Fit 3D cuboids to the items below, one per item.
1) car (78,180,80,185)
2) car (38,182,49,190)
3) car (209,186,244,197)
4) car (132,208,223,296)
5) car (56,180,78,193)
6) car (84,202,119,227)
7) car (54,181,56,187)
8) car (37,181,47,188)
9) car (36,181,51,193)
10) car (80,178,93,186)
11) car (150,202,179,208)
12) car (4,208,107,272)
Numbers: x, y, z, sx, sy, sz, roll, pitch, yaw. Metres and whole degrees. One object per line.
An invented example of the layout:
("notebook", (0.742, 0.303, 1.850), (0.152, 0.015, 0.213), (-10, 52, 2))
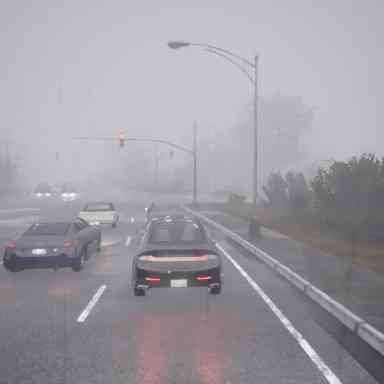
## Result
("car", (-29.502, -2.142, 82.259), (1.882, 1.535, 5.008), (-1, 3, -25))
("car", (-28.268, -1.163, 63.299), (1.837, 1.490, 4.892), (-1, 3, -25))
("car", (4.808, -0.091, 46.025), (4.902, 1.511, 2.128), (0, 3, -22))
("car", (-0.415, 1.409, 8.480), (2.128, 1.511, 4.902), (0, 1, -4))
("car", (-20.361, -0.684, 54.079), (2.128, 1.511, 4.902), (-2, 3, -27))
("car", (-5.259, 1.226, 19.224), (1.895, 1.301, 4.718), (0, 2, -9))
("car", (-25.275, -1.281, 65.156), (1.882, 1.535, 5.008), (-1, 3, -25))
("car", (-34.603, -1.804, 76.683), (2.128, 1.511, 4.902), (-1, 3, -25))
("car", (-23.425, -0.529, 52.490), (1.994, 1.385, 4.181), (-1, 3, -23))
("car", (-26.351, -2.473, 83.768), (2.150, 2.045, 5.566), (-1, 3, -25))
("car", (-1.471, 1.218, 17.817), (2.033, 1.411, 5.357), (0, 2, -9))
("car", (-4.123, 1.452, 10.502), (1.994, 1.385, 4.181), (0, 1, -6))
